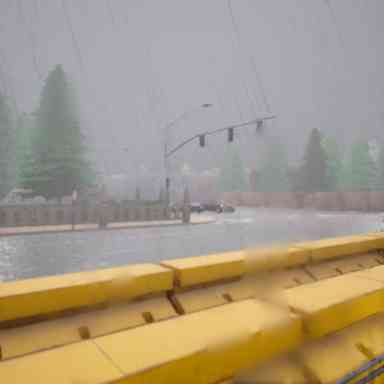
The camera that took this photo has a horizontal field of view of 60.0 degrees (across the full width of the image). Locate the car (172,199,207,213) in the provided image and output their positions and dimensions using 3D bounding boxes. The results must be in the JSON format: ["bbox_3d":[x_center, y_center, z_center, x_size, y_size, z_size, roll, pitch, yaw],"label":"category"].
[{"bbox_3d":[-0.769,1.744,37.865,1.895,1.301,4.718,0,0,-36],"label":"car"}]

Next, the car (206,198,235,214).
[{"bbox_3d":[2.939,1.519,38.713,2.097,1.767,4.553,0,0,-36],"label":"car"}]
